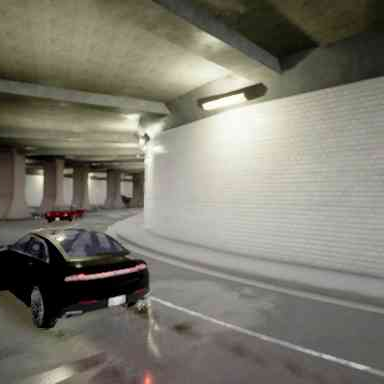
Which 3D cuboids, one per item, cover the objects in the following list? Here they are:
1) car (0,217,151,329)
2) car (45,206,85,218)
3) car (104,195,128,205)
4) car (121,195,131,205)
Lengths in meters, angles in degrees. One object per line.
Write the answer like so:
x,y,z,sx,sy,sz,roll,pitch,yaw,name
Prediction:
-2.819,1.536,7.149,2.128,1.511,4.902,1,-1,-42,car
-10.224,1.760,27.218,1.895,1.301,4.718,0,-1,-3,car
-16.091,1.594,70.934,2.150,2.045,5.566,0,-1,23,car
-13.203,1.947,68.800,1.812,1.442,4.674,0,-1,23,car
